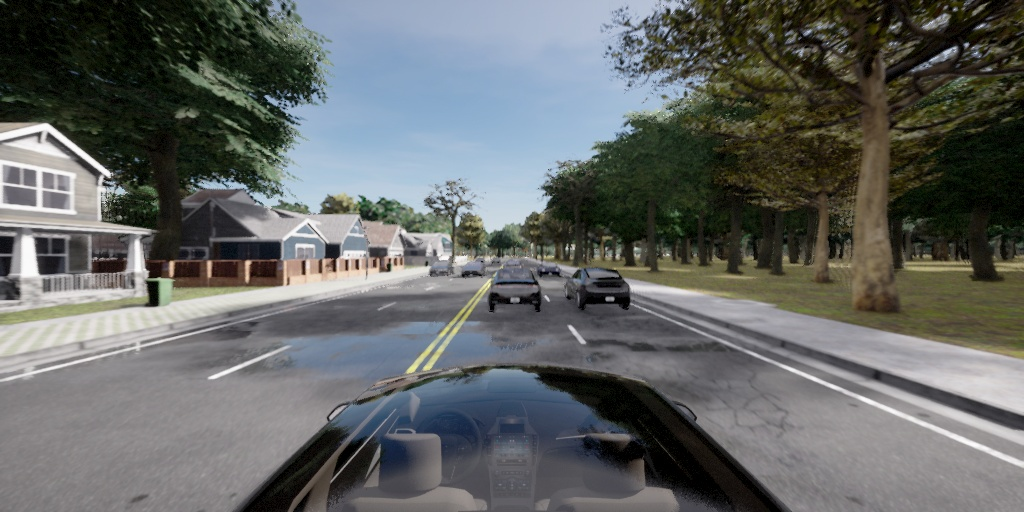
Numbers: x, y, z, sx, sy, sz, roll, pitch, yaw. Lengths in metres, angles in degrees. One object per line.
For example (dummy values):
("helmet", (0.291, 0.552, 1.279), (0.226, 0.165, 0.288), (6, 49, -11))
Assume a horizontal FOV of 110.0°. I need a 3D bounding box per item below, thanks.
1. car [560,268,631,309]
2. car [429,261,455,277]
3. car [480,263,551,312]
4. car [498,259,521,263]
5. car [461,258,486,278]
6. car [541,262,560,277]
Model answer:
("car", (3.347, 1.213, 14.659), (1.837, 1.490, 4.892), (0, 0, 0))
("car", (-6.604, 1.165, 34.136), (1.812, 1.442, 4.674), (0, 0, 0))
("car", (0.098, 1.202, 14.025), (2.128, 1.511, 4.902), (0, 0, 0))
("car", (0.091, 1.134, 33.312), (2.128, 1.511, 4.902), (0, 0, 0))
("car", (-3.358, 1.195, 32.054), (2.033, 1.411, 5.357), (0, 0, 0))
("car", (3.341, 1.242, 33.543), (1.895, 1.301, 4.718), (0, 0, 0))
